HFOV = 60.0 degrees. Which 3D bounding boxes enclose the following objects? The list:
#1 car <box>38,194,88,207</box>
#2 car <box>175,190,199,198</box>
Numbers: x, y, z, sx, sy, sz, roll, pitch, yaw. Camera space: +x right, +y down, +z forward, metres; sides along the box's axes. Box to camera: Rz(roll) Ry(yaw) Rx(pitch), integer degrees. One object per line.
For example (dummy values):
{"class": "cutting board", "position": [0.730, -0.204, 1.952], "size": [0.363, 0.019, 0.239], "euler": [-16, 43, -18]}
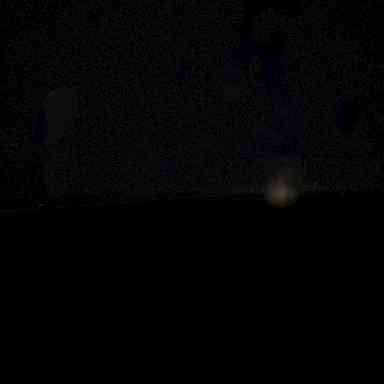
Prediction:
{"class": "car", "position": [-14.523, 0.914, 37.782], "size": [2.033, 1.411, 5.357], "euler": [-2, 1, 36]}
{"class": "car", "position": [-0.917, 0.233, 56.694], "size": [1.895, 1.301, 4.718], "euler": [-2, 1, 36]}
